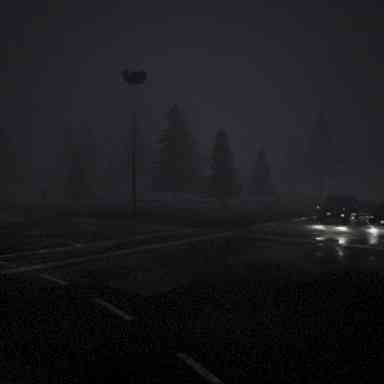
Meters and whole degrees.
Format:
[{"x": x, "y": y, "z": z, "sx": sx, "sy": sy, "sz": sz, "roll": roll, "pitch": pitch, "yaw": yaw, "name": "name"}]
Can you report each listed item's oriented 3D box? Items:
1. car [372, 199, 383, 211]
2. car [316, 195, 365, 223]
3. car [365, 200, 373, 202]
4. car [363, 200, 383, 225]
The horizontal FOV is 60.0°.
[{"x": 24.078, "y": 1.639, "z": 41.568, "sx": 1.895, "sy": 1.301, "sz": 4.718, "roll": 0, "pitch": 0, "yaw": 39, "name": "car"}, {"x": 11.655, "y": 1.244, "z": 26.303, "sx": 2.150, "sy": 2.045, "sz": 5.566, "roll": 0, "pitch": 0, "yaw": 39, "name": "car"}, {"x": 17.795, "y": 1.556, "z": 33.858, "sx": 1.812, "sy": 1.442, "sz": 4.674, "roll": 0, "pitch": 0, "yaw": 39, "name": "car"}, {"x": 14.082, "y": 1.570, "z": 23.747, "sx": 2.033, "sy": 1.411, "sz": 5.357, "roll": 0, "pitch": 0, "yaw": 39, "name": "car"}]
